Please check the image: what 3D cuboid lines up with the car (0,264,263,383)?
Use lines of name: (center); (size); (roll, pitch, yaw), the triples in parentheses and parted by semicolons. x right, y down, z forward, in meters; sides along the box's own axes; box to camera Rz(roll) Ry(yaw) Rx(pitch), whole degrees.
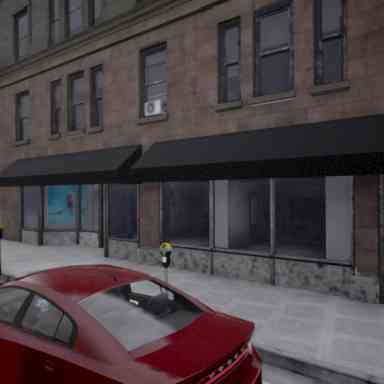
car: (-1.444, 1.545, 3.875); (4.507, 1.381, 1.887); (0, 0, 35)
